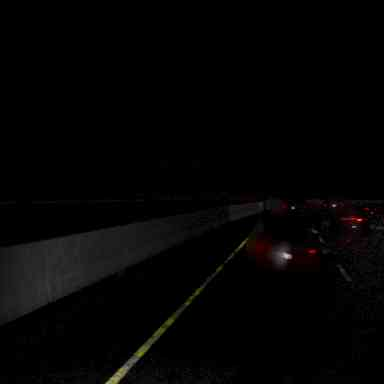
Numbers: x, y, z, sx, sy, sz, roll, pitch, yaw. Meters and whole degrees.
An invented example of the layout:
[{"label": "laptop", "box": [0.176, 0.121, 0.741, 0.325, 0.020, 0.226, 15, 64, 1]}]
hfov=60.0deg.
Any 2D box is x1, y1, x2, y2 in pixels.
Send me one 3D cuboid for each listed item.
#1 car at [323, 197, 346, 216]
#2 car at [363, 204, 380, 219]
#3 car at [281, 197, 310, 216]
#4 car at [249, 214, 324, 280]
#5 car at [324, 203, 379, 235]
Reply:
[{"label": "car", "box": [15.781, 1.632, 36.869, 2.150, 2.045, 5.566, 2, -1, 24]}, {"label": "car", "box": [19.414, 2.013, 36.387, 1.882, 1.535, 5.008, 2, 0, 23]}, {"label": "car", "box": [9.397, 1.453, 30.321, 2.150, 2.045, 5.566, 2, 0, 20]}, {"label": "car", "box": [2.962, 1.635, 10.470, 1.994, 1.385, 4.181, 2, 0, 16]}, {"label": "car", "box": [9.798, 1.756, 20.857, 2.128, 1.511, 4.902, 2, 0, 18]}]
